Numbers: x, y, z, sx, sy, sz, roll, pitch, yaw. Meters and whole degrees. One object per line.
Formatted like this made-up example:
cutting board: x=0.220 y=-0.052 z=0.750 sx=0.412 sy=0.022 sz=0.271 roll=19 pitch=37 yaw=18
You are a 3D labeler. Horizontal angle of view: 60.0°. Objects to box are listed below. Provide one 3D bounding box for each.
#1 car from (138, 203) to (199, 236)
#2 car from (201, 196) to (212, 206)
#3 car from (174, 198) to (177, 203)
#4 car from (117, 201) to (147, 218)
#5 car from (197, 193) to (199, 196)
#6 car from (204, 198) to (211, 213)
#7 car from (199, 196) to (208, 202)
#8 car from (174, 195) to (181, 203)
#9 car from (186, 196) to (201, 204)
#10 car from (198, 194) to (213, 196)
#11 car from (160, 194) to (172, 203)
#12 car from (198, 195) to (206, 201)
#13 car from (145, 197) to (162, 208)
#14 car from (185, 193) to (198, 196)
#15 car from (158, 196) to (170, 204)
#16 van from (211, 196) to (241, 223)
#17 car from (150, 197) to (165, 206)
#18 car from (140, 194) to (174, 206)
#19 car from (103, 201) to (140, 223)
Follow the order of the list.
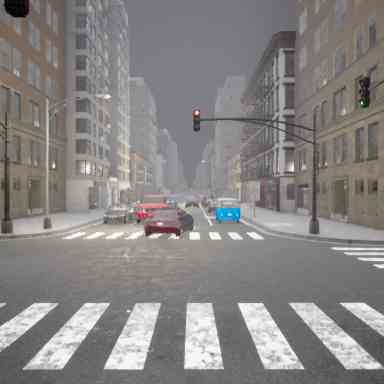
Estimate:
car: x=-1.168 y=1.563 z=18.464 sx=1.994 sy=1.385 sz=4.181 roll=0 pitch=0 yaw=12
car: x=2.578 y=1.576 z=47.666 sx=1.802 sy=1.307 sz=4.206 roll=0 pitch=0 yaw=0
car: x=-2.896 y=1.599 z=35.421 sx=1.895 sy=1.301 sz=4.718 roll=0 pitch=0 yaw=0
car: x=-5.426 y=1.543 z=30.604 sx=1.887 sy=1.381 sz=4.507 roll=0 pitch=0 yaw=0
car: x=2.557 y=1.422 z=64.710 sx=1.967 sy=1.590 sz=4.097 roll=0 pitch=0 yaw=0
car: x=2.592 y=1.580 z=36.303 sx=1.802 sy=1.307 sz=4.206 roll=0 pitch=0 yaw=0
car: x=2.543 y=1.524 z=76.072 sx=2.008 sy=1.369 sz=4.403 roll=0 pitch=0 yaw=0
car: x=-2.892 y=1.500 z=45.481 sx=1.837 sy=1.490 sz=4.892 roll=0 pitch=0 yaw=0
car: x=0.038 y=1.594 z=49.121 sx=1.895 sy=1.301 sz=4.718 roll=0 pitch=0 yaw=0
car: x=2.571 y=1.305 z=53.348 sx=2.192 sy=1.841 sz=5.009 roll=0 pitch=0 yaw=0
car: x=-5.475 y=1.292 z=70.377 sx=2.192 sy=1.841 sz=5.009 roll=0 pitch=0 yaw=0
car: x=2.529 y=1.531 z=87.435 sx=1.947 sy=1.339 sz=4.313 roll=0 pitch=0 yaw=0
car: x=-5.447 y=1.519 z=47.480 sx=1.752 sy=1.417 sz=4.829 roll=0 pitch=0 yaw=0
car: x=0.007 y=1.527 z=67.684 sx=2.033 sy=1.411 sz=5.357 roll=0 pitch=0 yaw=0
car: x=-5.468 y=1.547 z=64.695 sx=1.947 sy=1.339 sz=4.313 roll=0 pitch=0 yaw=0
van: x=2.605 y=1.340 z=24.941 sx=1.690 sy=1.788 sz=3.998 roll=0 pitch=0 yaw=0
car: x=-5.454 y=1.556 z=53.332 sx=1.947 sy=1.339 sz=4.313 roll=0 pitch=0 yaw=0
car: x=-2.880 y=1.220 z=25.605 sx=2.150 sy=2.045 sz=5.566 roll=0 pitch=0 yaw=0
car: x=-5.420 y=1.549 z=24.923 sx=2.008 sy=1.369 sz=4.403 roll=0 pitch=0 yaw=0
